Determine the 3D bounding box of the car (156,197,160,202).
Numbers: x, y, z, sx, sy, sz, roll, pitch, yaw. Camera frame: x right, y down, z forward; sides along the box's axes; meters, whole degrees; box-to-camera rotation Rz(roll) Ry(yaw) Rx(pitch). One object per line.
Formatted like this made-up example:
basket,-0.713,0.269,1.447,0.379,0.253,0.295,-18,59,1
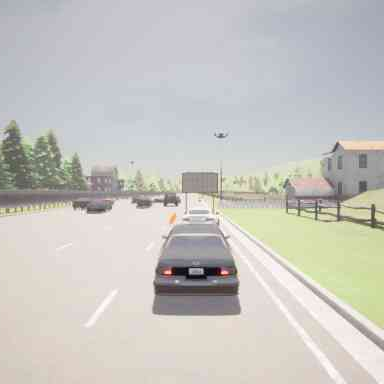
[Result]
car,-6.822,1.598,67.113,1.895,1.301,4.718,0,0,0

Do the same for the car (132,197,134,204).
car,-10.324,1.350,64.738,2.097,1.767,4.553,0,0,0

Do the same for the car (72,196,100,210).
car,-13.849,1.476,43.106,1.882,1.535,5.008,0,0,0

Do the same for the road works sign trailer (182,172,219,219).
road works sign trailer,0.511,0.463,22.054,2.380,3.560,2.880,0,0,-4

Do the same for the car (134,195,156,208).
car,-6.842,1.475,48.980,1.882,1.535,5.008,0,0,0

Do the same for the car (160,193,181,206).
car,-3.337,1.219,53.331,2.150,2.045,5.566,0,0,0

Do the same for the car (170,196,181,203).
car,-3.319,1.561,68.547,1.994,1.385,4.181,0,0,0

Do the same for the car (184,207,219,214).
car,0.501,1.538,18.440,1.812,1.442,4.674,0,-1,6

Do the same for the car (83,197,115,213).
car,-10.356,1.561,37.463,1.994,1.385,4.181,0,0,0

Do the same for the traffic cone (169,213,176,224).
traffic cone,-1.460,1.954,23.151,0.340,0.580,0.340,0,0,0

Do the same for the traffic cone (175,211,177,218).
traffic cone,-1.458,1.954,25.151,0.340,0.580,0.340,0,0,0

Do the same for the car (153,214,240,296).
car,0.108,1.547,8.795,2.033,1.411,5.357,0,0,1
